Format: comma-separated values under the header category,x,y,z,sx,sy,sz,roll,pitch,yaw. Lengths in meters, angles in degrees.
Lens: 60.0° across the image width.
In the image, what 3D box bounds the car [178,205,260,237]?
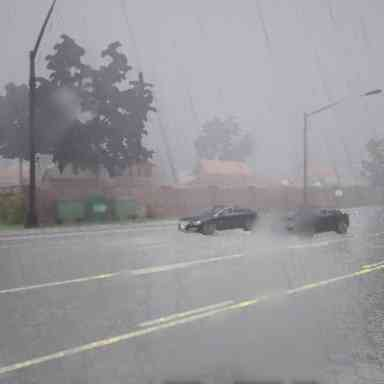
category,x,y,z,sx,sy,sz,roll,pitch,yaw
car,1.533,1.466,17.981,4.902,1.511,2.128,0,0,-36

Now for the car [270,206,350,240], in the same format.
category,x,y,z,sx,sy,sz,roll,pitch,yaw
car,6.062,1.464,16.908,4.902,1.511,2.128,0,0,-35
